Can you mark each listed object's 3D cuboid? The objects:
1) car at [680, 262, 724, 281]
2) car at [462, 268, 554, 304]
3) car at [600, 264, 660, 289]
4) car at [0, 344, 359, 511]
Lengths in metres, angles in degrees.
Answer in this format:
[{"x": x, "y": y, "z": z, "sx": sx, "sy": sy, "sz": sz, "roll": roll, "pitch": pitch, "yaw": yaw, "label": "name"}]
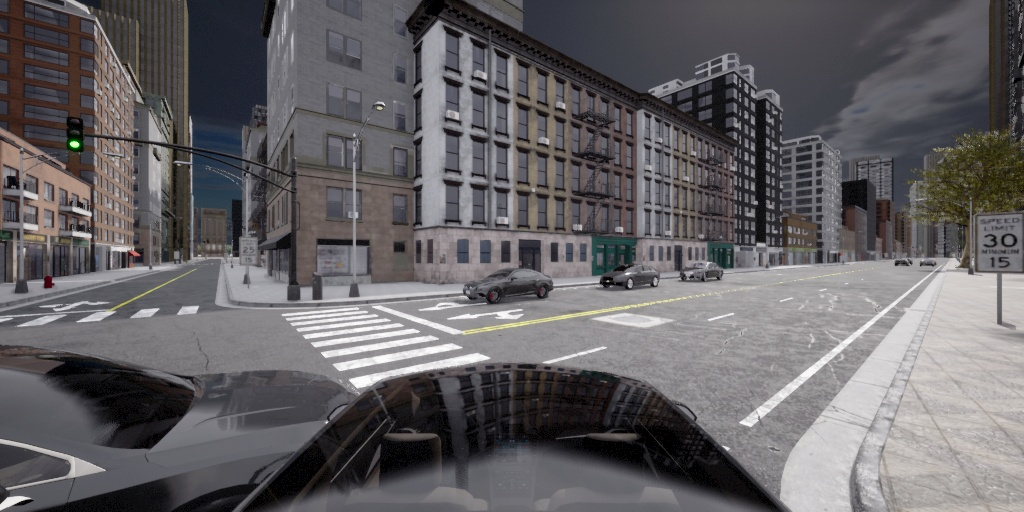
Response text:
[{"x": 15.615, "y": 1.236, "z": 29.451, "sx": 4.902, "sy": 1.511, "sz": 2.128, "roll": 0, "pitch": 0, "yaw": -39, "label": "car"}, {"x": -0.066, "y": 1.287, "z": 16.731, "sx": 4.674, "sy": 1.442, "sz": 1.812, "roll": 0, "pitch": 0, "yaw": -39, "label": "car"}, {"x": 7.616, "y": 1.259, "z": 22.968, "sx": 4.892, "sy": 1.490, "sz": 1.837, "roll": 0, "pitch": 0, "yaw": -39, "label": "car"}, {"x": -3.225, "y": 1.257, "z": 1.754, "sx": 4.892, "sy": 1.490, "sz": 1.837, "roll": 0, "pitch": 0, "yaw": -35, "label": "car"}]
